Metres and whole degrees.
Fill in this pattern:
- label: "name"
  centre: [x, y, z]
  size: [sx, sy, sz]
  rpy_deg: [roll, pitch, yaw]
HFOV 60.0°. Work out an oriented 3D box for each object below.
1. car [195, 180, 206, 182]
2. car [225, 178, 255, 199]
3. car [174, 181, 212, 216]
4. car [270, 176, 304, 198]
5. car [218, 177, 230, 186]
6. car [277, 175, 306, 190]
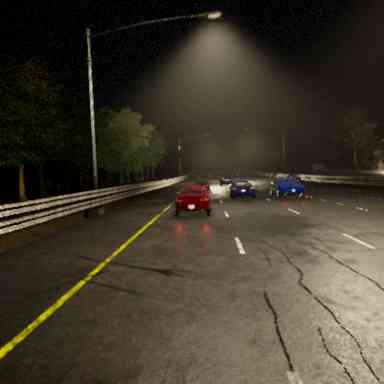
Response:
- label: "car"
  centre: [0.973, -0.607, 36.090]
  size: [1.812, 1.442, 4.674]
  rpy_deg: [-2, 3, 3]
- label: "car"
  centre: [4.089, -0.239, 27.802]
  size: [1.994, 1.385, 4.181]
  rpy_deg: [-2, 3, 3]
- label: "car"
  centre: [0.097, 0.388, 18.199]
  size: [1.812, 1.442, 4.674]
  rpy_deg: [-2, 3, 3]
- label: "car"
  centre: [7.539, -0.385, 26.782]
  size: [1.882, 1.535, 5.008]
  rpy_deg: [-2, 3, 3]
- label: "car"
  centre: [5.313, -1.718, 53.011]
  size: [2.128, 1.511, 4.902]
  rpy_deg: [-2, 3, 3]
- label: "car"
  centre: [11.643, -1.154, 39.140]
  size: [2.128, 1.511, 4.902]
  rpy_deg: [-2, 3, 3]
